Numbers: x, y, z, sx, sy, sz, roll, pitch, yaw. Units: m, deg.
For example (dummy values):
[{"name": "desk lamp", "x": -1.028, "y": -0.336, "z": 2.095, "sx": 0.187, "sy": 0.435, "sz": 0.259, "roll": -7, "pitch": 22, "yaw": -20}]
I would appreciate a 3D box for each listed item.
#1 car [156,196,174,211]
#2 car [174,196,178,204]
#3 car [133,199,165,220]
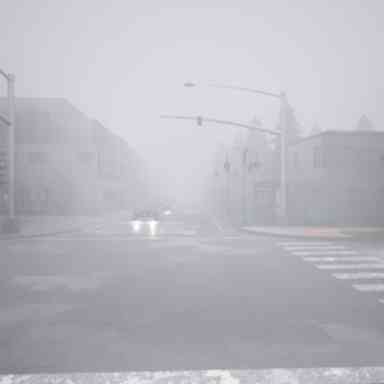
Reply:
[{"name": "car", "x": -3.592, "y": 1.274, "z": 39.854, "sx": 2.097, "sy": 1.767, "sz": 4.553, "roll": 0, "pitch": 0, "yaw": 0}, {"name": "car", "x": -3.508, "y": 1.432, "z": 59.531, "sx": 2.033, "sy": 1.411, "sz": 5.357, "roll": 0, "pitch": 0, "yaw": 0}, {"name": "car", "x": -3.598, "y": 1.511, "z": 27.335, "sx": 1.994, "sy": 1.385, "sz": 4.181, "roll": 0, "pitch": 0, "yaw": 0}]
